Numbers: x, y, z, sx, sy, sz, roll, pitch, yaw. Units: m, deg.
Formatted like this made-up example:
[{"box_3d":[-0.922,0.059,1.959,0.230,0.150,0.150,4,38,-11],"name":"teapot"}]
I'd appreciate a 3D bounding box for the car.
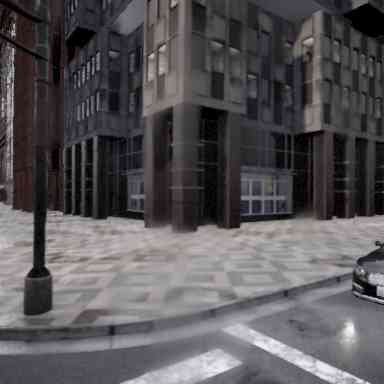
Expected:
[{"box_3d":[5.395,1.498,7.216,4.902,1.511,2.128,0,0,-36],"name":"car"}]
